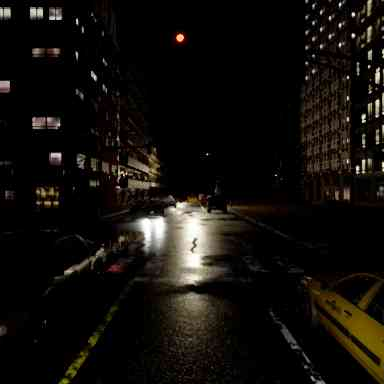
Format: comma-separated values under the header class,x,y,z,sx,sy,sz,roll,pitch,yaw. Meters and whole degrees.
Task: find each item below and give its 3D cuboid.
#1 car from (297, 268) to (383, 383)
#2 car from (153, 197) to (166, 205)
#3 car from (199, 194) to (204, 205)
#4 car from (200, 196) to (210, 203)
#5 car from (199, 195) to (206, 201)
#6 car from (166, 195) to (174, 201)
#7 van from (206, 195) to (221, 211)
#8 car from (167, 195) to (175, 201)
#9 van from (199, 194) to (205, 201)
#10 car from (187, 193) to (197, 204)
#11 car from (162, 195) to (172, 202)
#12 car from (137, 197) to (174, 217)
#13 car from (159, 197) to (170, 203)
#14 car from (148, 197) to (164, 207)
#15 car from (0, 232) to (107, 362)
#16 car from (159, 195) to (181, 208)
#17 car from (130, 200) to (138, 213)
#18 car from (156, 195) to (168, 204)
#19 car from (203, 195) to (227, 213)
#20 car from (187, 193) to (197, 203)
class,x,y,z,sx,sy,sz,roll,pitch,yaw
car,2.687,1.525,4.106,1.752,1.417,4.829,0,0,0
car,-5.696,1.582,58.454,1.887,1.381,4.507,0,0,0
car,2.683,1.353,58.455,2.192,1.841,5.009,0,0,0
car,2.684,1.600,69.509,1.887,1.381,4.507,0,0,0
car,2.684,1.612,86.258,1.752,1.417,4.829,0,0,0
car,-5.697,1.611,85.918,1.752,1.417,4.829,0,0,0
van,2.684,1.357,41.875,1.690,1.788,3.998,0,0,0
car,-5.697,1.642,91.614,1.887,1.381,4.507,0,0,0
van,2.682,1.439,91.614,1.690,1.788,3.998,0,0,0
car,0.098,1.527,65.363,1.882,1.535,5.008,0,0,0
car,-5.697,1.505,75.035,1.967,1.590,4.097,0,0,0
car,-3.267,1.499,31.008,2.128,1.511,4.902,0,0,4
car,-5.696,1.638,69.509,1.802,1.307,4.206,0,0,0
car,-5.695,1.580,52.928,2.008,1.369,4.403,0,0,0
car,-3.102,1.545,6.440,2.033,1.411,5.357,0,0,0
car,-3.100,1.570,47.546,2.033,1.411,5.357,0,0,0
car,-5.694,1.562,36.348,2.008,1.369,4.403,0,0,0
car,-5.697,1.487,63.982,1.967,1.590,4.097,0,0,0
car,2.684,1.326,36.349,2.192,1.841,5.009,0,0,0
car,0.000,1.291,75.839,2.150,2.045,5.566,0,0,0
